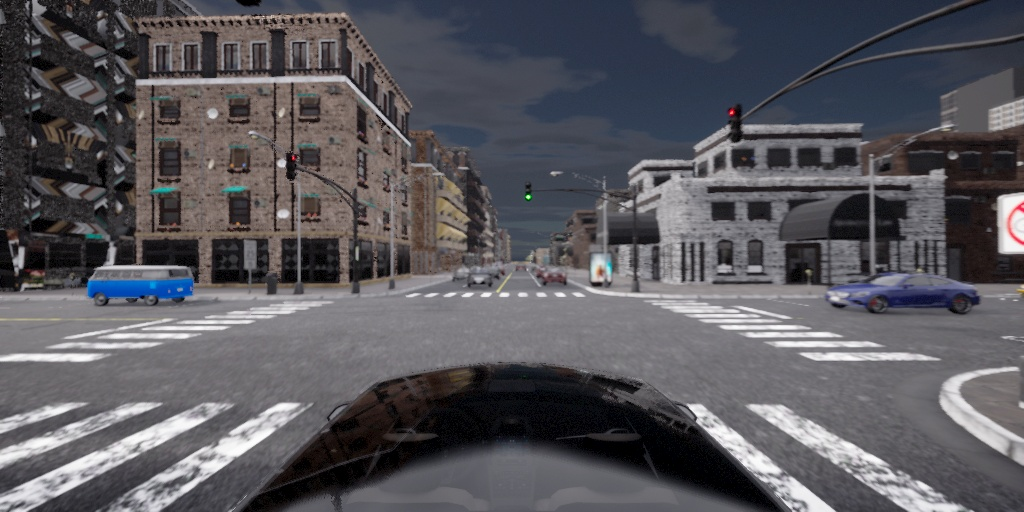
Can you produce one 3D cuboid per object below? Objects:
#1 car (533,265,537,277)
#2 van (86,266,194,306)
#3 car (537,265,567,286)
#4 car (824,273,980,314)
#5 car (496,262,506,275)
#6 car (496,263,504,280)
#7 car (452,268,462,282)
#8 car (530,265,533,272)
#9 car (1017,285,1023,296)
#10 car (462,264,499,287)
[{"bbox_3d":[3.691,1.872,41.249,1.802,1.307,4.207,0,0,1],"label":"car"},{"bbox_3d":[-17.363,1.355,16.799,3.998,1.789,1.690,0,0,1],"label":"van"},{"bbox_3d":[3.415,1.564,29.859,1.967,1.591,4.097,0,0,1],"label":"car"},{"bbox_3d":[14.728,1.367,13.673,4.674,1.442,1.812,0,0,3],"label":"car"},{"bbox_3d":[-1.902,1.921,49.162,1.882,1.535,5.008,0,-1,1],"label":"car"},{"bbox_3d":[-2.164,1.797,38.802,1.837,1.490,4.892,0,-1,1],"label":"car"},{"bbox_3d":[-4.826,1.815,35.744,2.007,1.370,4.403,0,0,1],"label":"car"},{"bbox_3d":[3.829,1.923,46.943,2.007,1.370,4.403,0,0,1],"label":"car"},{"bbox_3d":[25.881,1.336,16.074,4.829,1.417,1.751,0,0,1],"label":"car"},{"bbox_3d":[-2.424,1.635,28.535,2.128,1.511,4.902,0,-1,0],"label":"car"}]
